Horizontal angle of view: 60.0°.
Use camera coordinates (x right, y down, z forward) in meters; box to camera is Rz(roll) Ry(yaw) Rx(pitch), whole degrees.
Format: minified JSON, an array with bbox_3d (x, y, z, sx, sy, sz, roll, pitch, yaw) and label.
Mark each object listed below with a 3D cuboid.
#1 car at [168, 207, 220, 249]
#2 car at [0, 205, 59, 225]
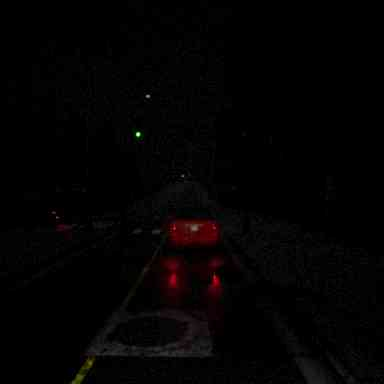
[{"bbox_3d":[0.095,1.458,15.145,2.097,1.767,4.553,0,0,0],"label":"car"},{"bbox_3d":[-13.629,1.894,27.685,4.892,1.490,1.837,-1,1,0],"label":"car"}]
